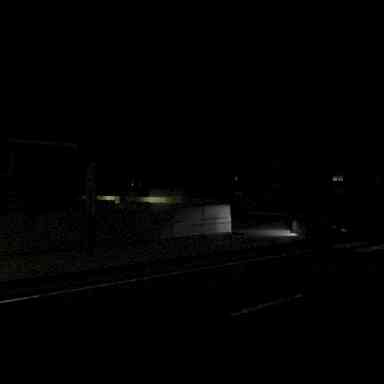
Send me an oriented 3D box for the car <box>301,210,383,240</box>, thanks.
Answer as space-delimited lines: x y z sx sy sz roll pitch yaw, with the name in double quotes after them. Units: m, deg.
8.032 1.552 15.863 5.357 1.411 2.033 0 0 21 "car"
